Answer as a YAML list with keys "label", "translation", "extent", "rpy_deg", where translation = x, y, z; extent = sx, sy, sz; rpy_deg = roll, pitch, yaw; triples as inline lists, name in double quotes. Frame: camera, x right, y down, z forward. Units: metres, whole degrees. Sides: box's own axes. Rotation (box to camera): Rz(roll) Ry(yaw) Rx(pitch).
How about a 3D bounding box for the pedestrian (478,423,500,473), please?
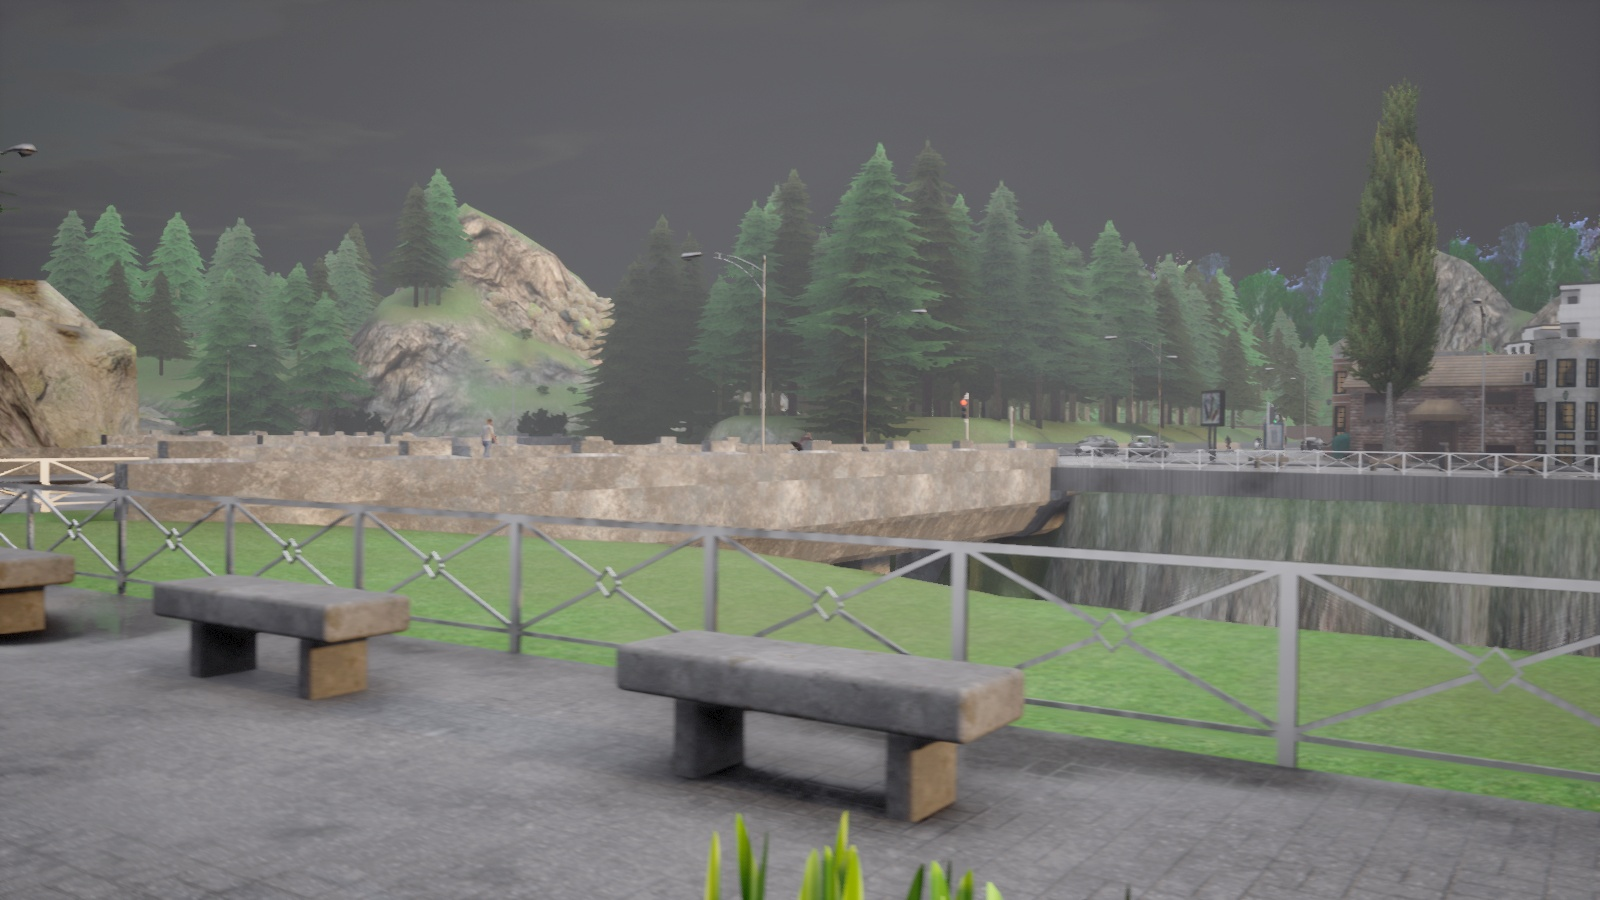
- label: "pedestrian"
  translation: [-11.510, -0.089, 46.527]
  extent: [0.354, 1.836, 0.706]
  rpy_deg: [0, 1, 35]

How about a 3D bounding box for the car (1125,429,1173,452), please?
- label: "car"
  translation: [23.489, -0.669, 84.458]
  extent: [1.970, 1.475, 3.806]
  rpy_deg: [0, 1, 34]

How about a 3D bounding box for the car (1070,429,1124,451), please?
- label: "car"
  translation: [20.739, -0.695, 87.563]
  extent: [2.128, 1.511, 4.902]
  rpy_deg: [0, 1, 33]
